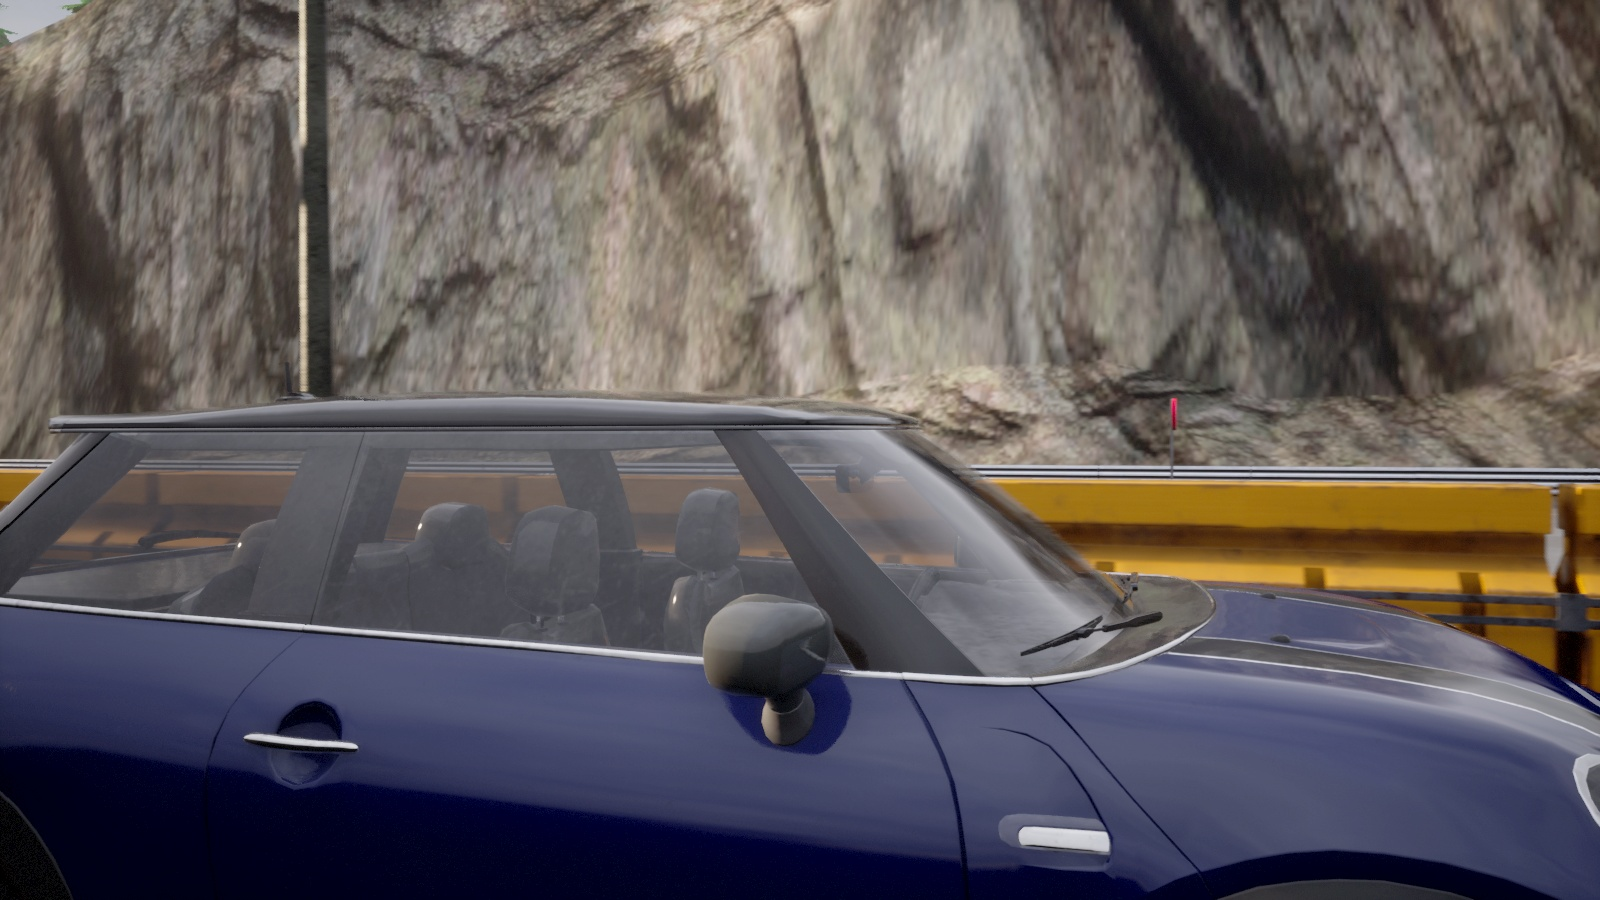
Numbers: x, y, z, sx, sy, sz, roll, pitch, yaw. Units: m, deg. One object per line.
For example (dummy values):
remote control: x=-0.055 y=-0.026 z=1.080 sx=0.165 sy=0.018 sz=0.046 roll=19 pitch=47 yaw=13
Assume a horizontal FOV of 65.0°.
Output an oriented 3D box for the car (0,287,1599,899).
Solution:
car: x=-0.127 y=0.632 z=3.235 sx=4.553 sy=1.767 sz=2.097 roll=1 pitch=1 yaw=19
